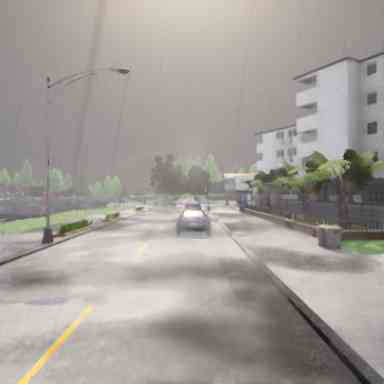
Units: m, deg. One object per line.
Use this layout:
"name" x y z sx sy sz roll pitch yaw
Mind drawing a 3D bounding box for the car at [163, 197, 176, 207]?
"car" -3.992 1.726 59.603 2.097 1.767 4.553 0 0 0

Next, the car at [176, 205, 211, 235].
"car" 0.085 1.695 19.952 1.994 1.385 4.181 0 0 0

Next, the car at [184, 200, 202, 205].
"car" 0.096 1.733 39.123 1.882 1.535 5.008 0 0 0
